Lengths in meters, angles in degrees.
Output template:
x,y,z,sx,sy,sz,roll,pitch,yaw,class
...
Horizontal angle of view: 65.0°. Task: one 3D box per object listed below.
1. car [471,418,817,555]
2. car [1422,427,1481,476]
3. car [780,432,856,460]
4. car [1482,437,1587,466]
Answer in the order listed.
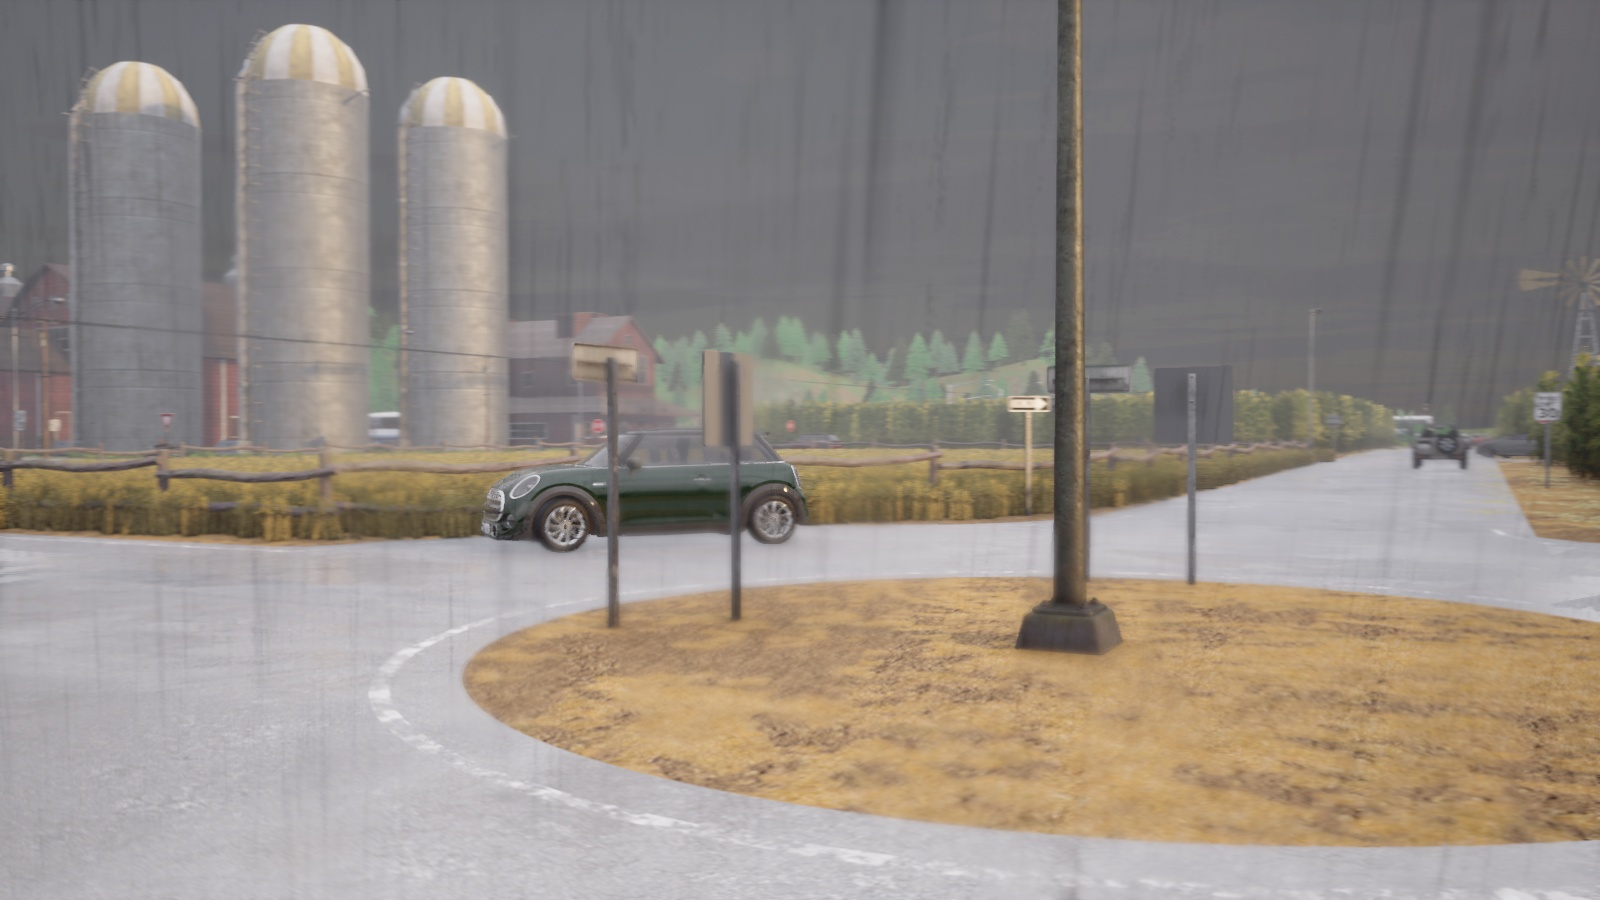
x,y,z,sx,sy,sz,roll,pitch,yaw,class
-2.271,0.460,18.149,4.553,1.767,2.097,0,1,-23,car
25.918,0.018,49.888,1.932,1.855,4.605,1,1,29,car
1.190,-0.298,83.136,4.553,1.767,2.097,1,1,29,car
37.724,0.074,64.583,1.994,1.385,4.181,1,1,-38,car
